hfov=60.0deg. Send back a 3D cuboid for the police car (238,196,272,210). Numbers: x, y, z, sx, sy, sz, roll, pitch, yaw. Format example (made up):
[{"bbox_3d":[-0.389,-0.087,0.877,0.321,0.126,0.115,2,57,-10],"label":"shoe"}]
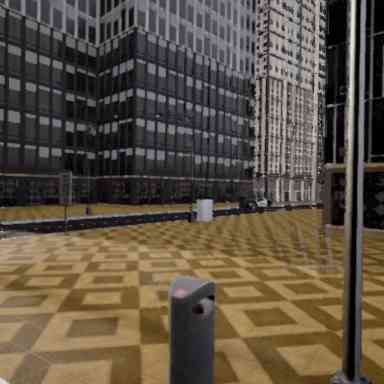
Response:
[{"bbox_3d":[7.470,1.309,39.822,2.038,1.542,4.974,1,1,44],"label":"police car"}]
